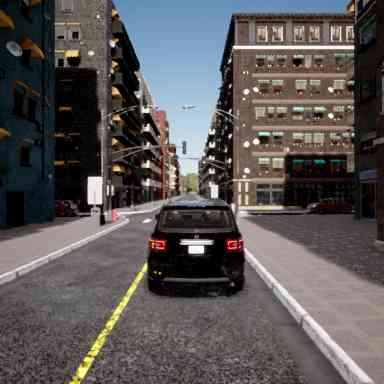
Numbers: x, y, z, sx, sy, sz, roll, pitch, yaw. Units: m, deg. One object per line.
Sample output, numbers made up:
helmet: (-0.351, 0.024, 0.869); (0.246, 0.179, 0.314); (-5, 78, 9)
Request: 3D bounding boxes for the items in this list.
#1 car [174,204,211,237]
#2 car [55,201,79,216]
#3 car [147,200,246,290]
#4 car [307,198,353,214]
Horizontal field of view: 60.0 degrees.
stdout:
car: (-0.009, 1.509, 19.020); (1.837, 1.490, 4.892); (0, 0, -1)
car: (-13.556, 1.578, 33.075); (4.097, 1.590, 1.967); (-1, 0, 0)
car: (0.092, 1.223, 9.197); (2.150, 2.045, 5.566); (0, 0, 0)
car: (13.549, 1.320, 33.006); (4.097, 1.590, 1.967); (-1, 0, 0)
